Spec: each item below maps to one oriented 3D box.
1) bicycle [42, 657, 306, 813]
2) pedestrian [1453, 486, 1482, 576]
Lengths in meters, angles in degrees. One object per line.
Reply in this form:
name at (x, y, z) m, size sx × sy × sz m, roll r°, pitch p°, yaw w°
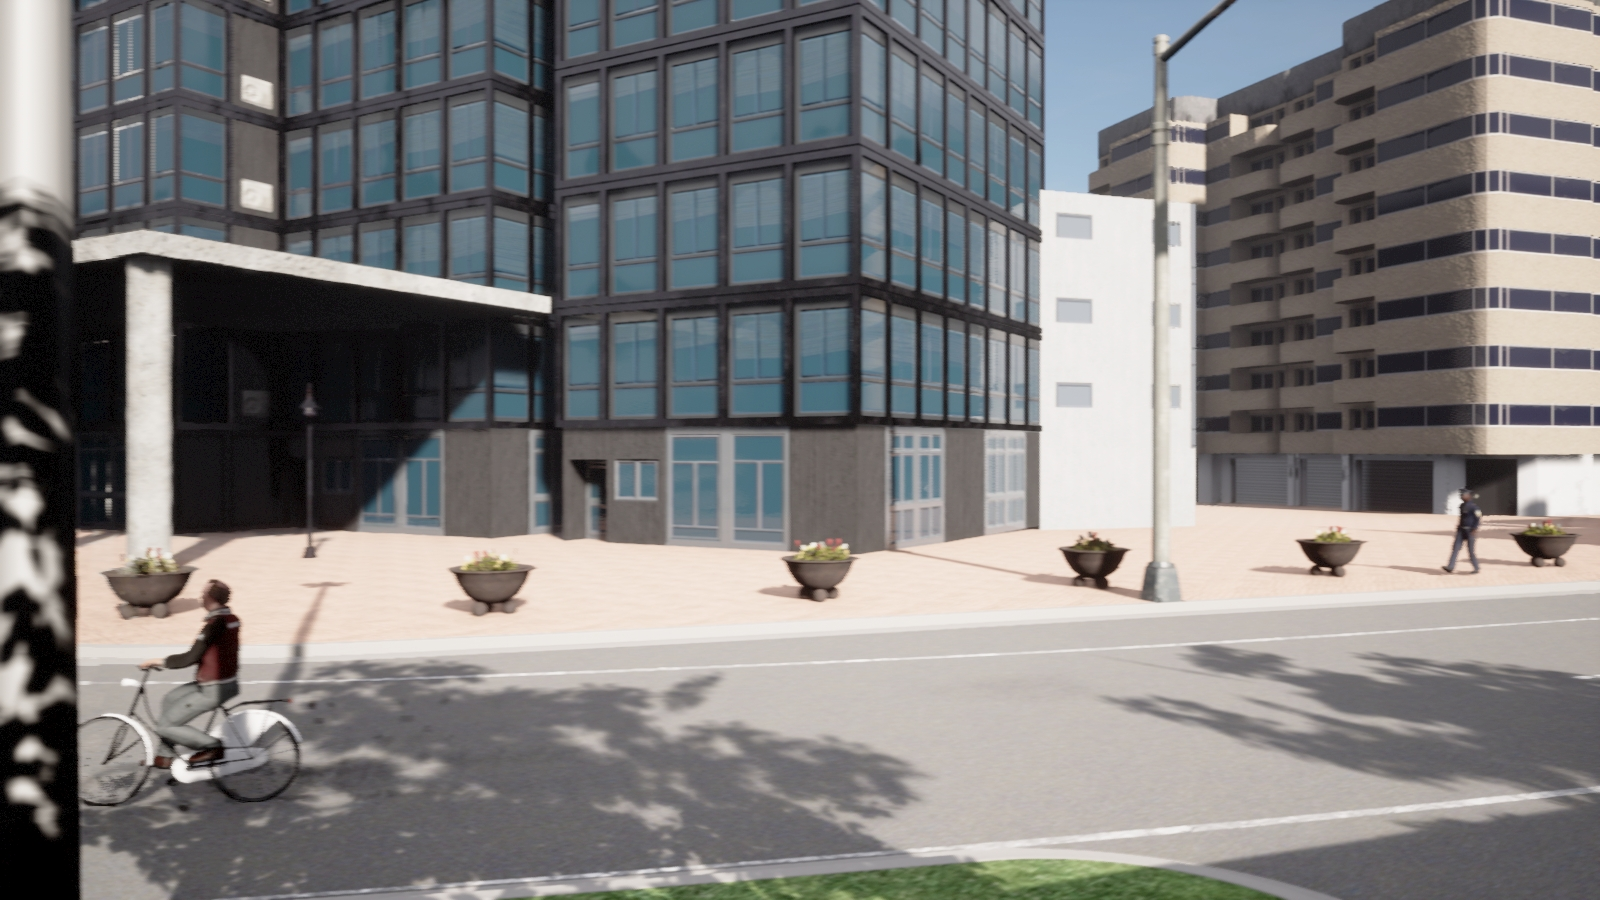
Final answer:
bicycle at (-4.906, 2.229, 9.003) m, size 1.835 × 1.126 × 0.329 m, roll 0°, pitch -1°, yaw -4°
pedestrian at (13.981, 1.690, 23.931) m, size 0.375 × 1.860 × 0.375 m, roll 0°, pitch 0°, yaw -19°
